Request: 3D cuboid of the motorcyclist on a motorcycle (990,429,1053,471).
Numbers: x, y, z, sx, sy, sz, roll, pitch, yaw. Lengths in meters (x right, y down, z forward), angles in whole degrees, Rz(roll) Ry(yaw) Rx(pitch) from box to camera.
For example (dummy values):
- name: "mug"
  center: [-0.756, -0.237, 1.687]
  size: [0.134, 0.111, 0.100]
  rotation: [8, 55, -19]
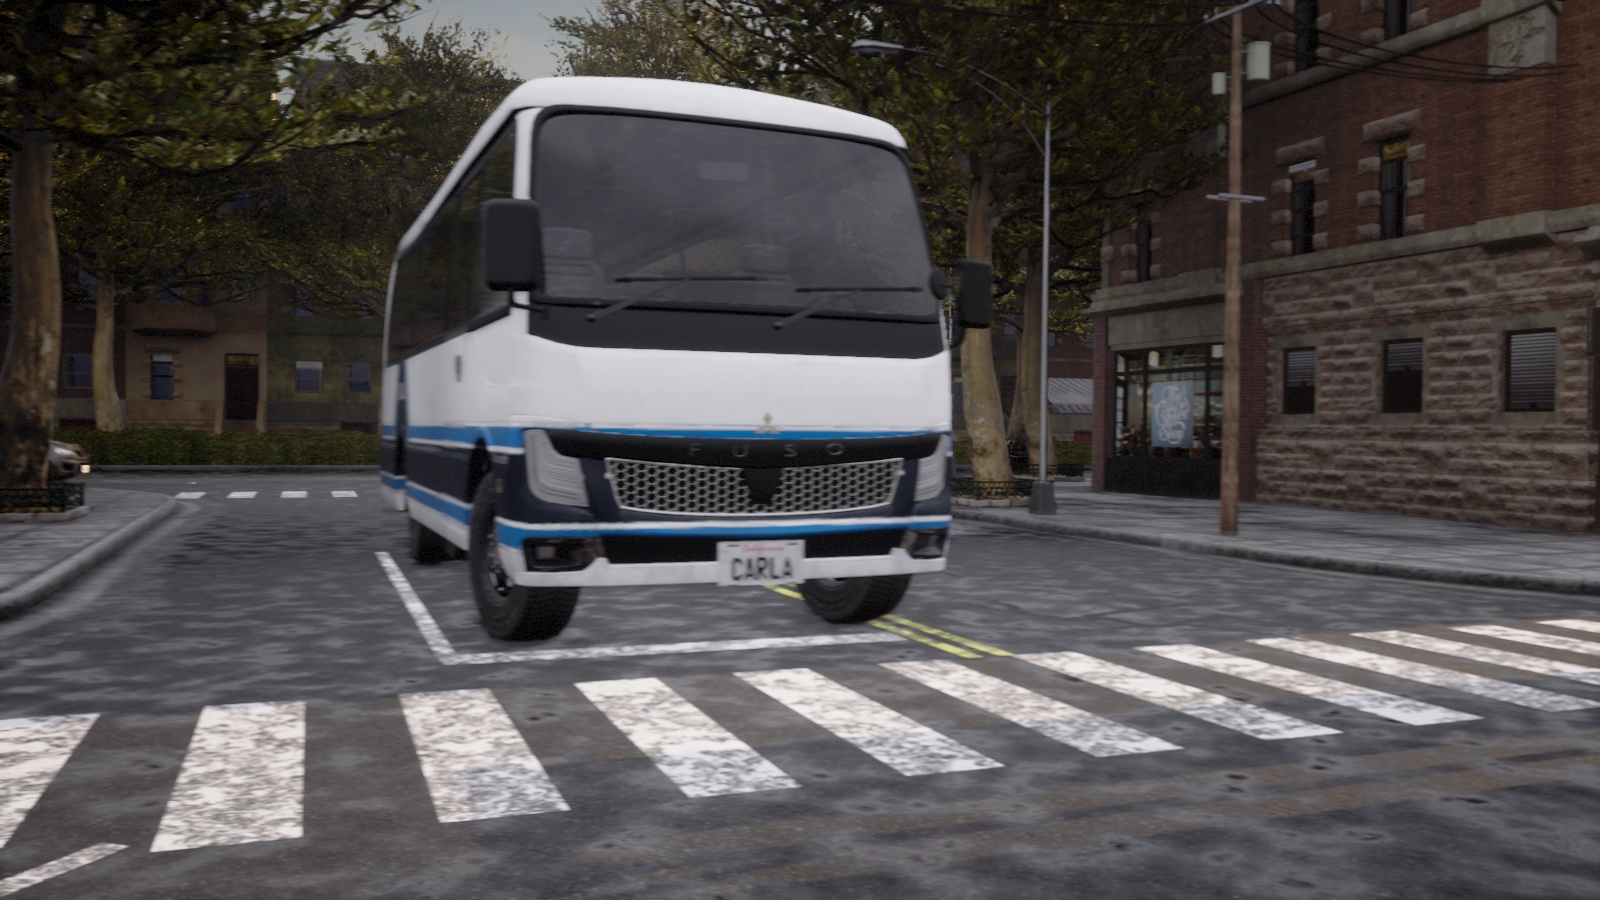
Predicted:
- name: "motorcyclist on a motorcycle"
  center: [8.316, -0.026, 47.091]
  size: [2.191, 1.530, 0.866]
  rotation: [-1, 1, -21]

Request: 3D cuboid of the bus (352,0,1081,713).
- name: "bus"
  center: [-1.959, -0.760, 12.392]
  size: [3.944, 4.253, 10.273]
  rotation: [-1, 1, -23]

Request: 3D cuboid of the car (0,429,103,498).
- name: "car"
  center: [-20.617, 0.346, 31.949]
  size: [4.611, 1.667, 2.242]
  rotation: [-1, 1, -14]
